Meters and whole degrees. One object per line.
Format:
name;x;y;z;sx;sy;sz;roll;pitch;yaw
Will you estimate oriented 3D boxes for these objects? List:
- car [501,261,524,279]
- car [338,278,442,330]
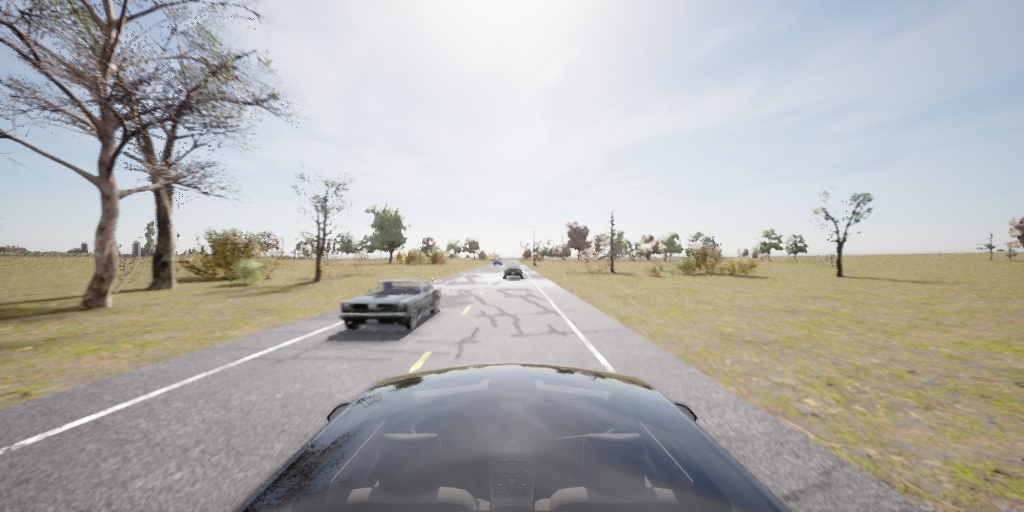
car;0.123;1.451;35.414;1.812;1.442;4.674;0;0;0
car;-3.591;1.405;11.444;1.895;1.301;4.718;0;0;0
